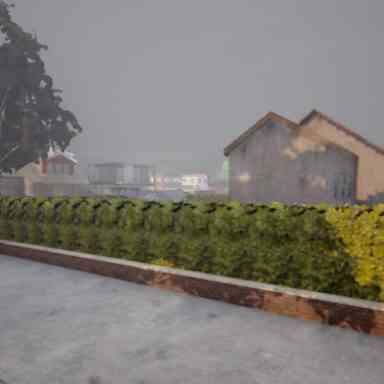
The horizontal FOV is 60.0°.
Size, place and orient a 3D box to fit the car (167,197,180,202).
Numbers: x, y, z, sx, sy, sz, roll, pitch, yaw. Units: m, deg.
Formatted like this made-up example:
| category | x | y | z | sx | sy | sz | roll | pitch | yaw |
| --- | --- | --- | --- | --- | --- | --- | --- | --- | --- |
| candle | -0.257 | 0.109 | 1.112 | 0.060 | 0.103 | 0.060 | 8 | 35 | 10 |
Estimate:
| category | x | y | z | sx | sy | sz | roll | pitch | yaw |
| --- | --- | --- | --- | --- | --- | --- | --- | --- | --- |
| car | -0.439 | 1.559 | 37.044 | 1.994 | 1.385 | 4.181 | 0 | 0 | 35 |

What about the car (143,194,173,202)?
| category | x | y | z | sx | sy | sz | roll | pitch | yaw |
| --- | --- | --- | --- | --- | --- | --- | --- | --- | --- |
| car | -4.325 | 1.216 | 38.820 | 2.150 | 2.045 | 5.566 | 0 | 0 | 36 |
